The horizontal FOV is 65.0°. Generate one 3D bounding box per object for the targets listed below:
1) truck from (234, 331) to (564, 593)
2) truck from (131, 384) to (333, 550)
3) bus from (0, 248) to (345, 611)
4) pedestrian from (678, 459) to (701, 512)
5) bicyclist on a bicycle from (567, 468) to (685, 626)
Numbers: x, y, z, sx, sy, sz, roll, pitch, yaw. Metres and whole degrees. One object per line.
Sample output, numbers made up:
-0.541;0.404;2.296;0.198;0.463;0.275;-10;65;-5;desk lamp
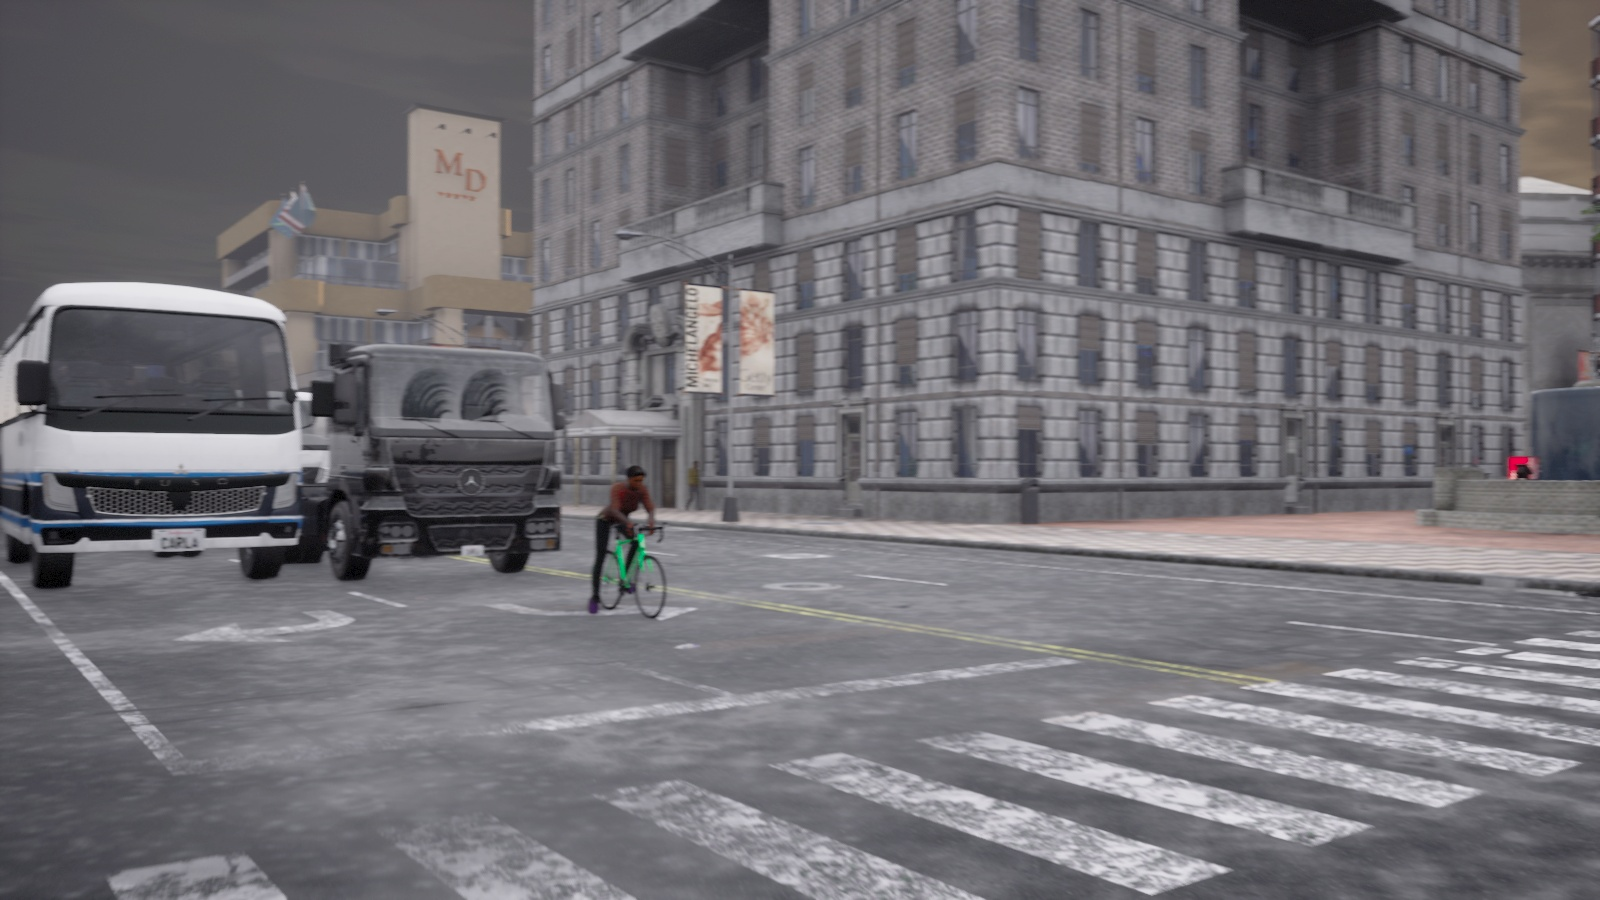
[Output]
-6.921;0.228;20.686;2.891;3.462;7.936;0;-1;-35;truck
-13.914;0.439;30.337;2.891;3.462;7.936;0;-1;-36;truck
-10.773;-0.151;20.027;3.944;4.253;10.273;0;-1;-36;bus
-3.883;1.240;44.128;0.431;1.840;0.709;0;-1;-41;pedestrian
-1.934;1.013;13.790;0.582;1.620;1.656;0;-1;-36;bicyclist on a bicycle
